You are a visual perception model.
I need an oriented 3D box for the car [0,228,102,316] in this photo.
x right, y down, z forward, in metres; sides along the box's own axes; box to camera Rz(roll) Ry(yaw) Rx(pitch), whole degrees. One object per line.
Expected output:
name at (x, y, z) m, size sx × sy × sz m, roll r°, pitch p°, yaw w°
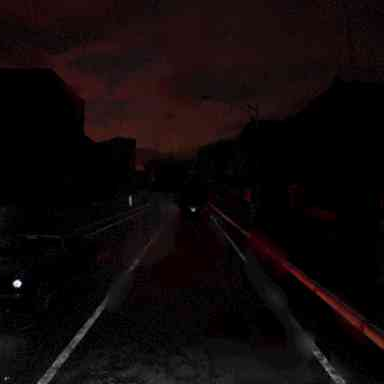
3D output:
car at (-3.594, 1.579, 7.597) m, size 1.895 × 1.301 × 4.718 m, roll 0°, pitch 0°, yaw 0°

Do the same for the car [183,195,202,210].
car at (0.052, 1.248, 41.039) m, size 2.128 × 1.511 × 4.902 m, roll 0°, pitch 1°, yaw 0°

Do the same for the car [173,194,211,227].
car at (0.080, 1.153, 22.523) m, size 2.150 × 2.045 × 5.566 m, roll 0°, pitch 0°, yaw 0°

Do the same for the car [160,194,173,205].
car at (-3.638, 1.083, 50.009) m, size 1.882 × 1.535 × 5.008 m, roll 0°, pitch 1°, yaw 0°
